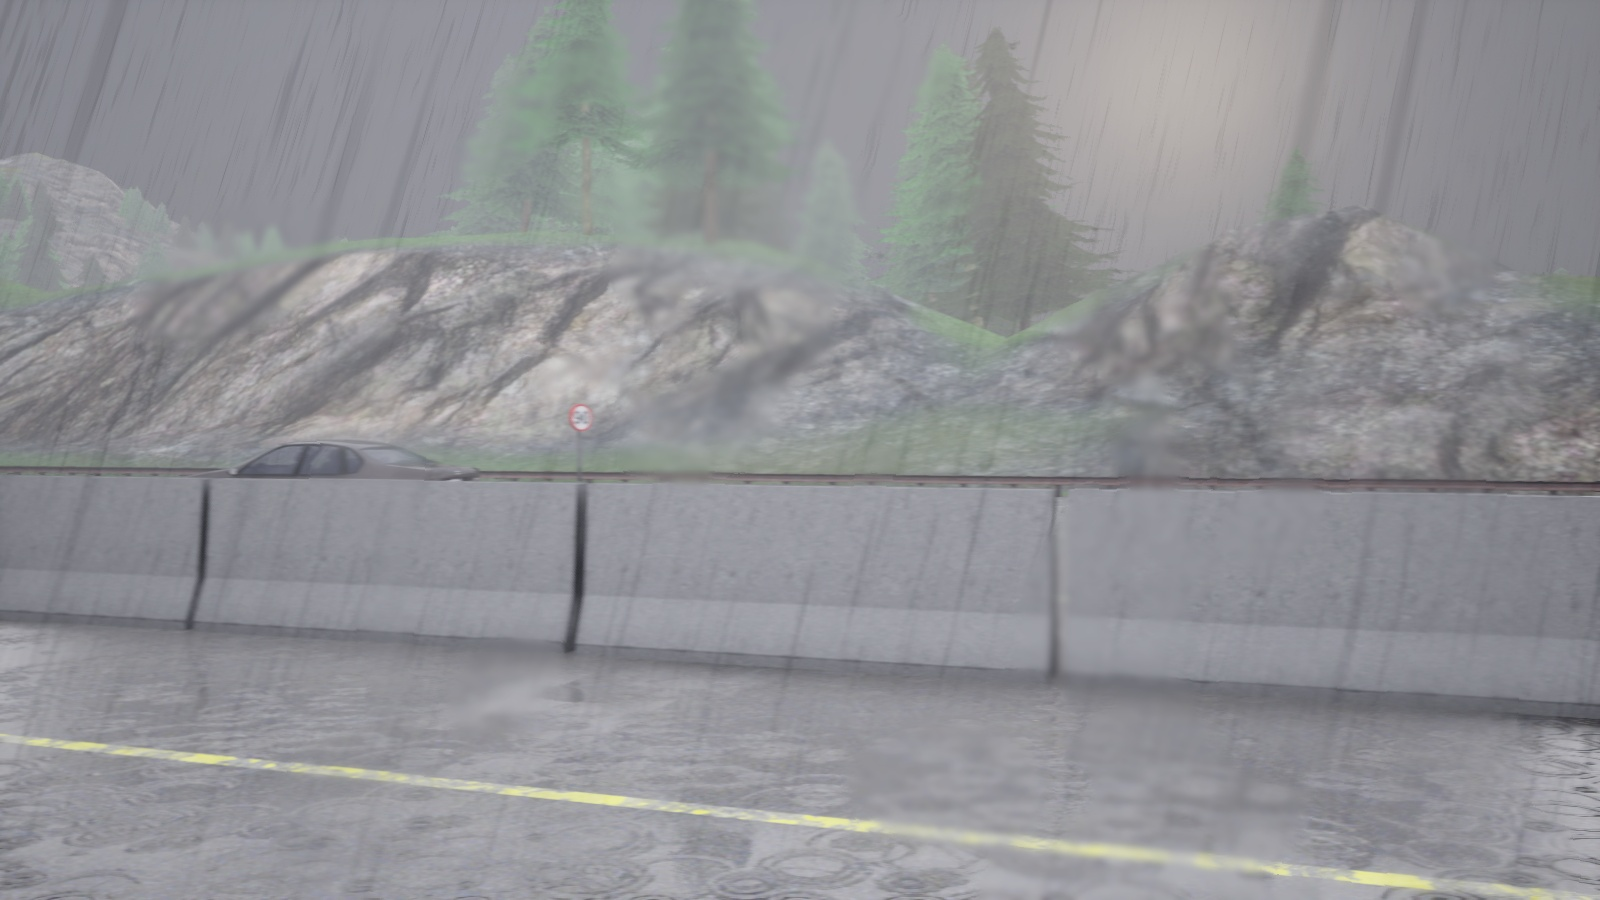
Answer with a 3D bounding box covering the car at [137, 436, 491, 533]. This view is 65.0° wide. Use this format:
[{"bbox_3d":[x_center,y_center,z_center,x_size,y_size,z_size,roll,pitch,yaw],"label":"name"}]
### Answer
[{"bbox_3d":[-7.973,0.491,20.646,5.357,1.411,2.033,1,1,19],"label":"car"}]
